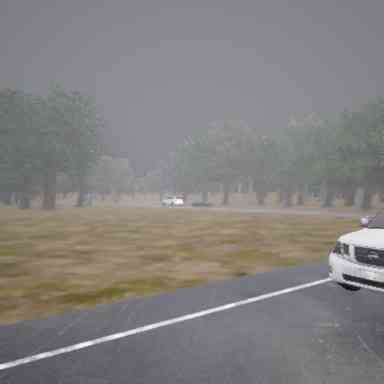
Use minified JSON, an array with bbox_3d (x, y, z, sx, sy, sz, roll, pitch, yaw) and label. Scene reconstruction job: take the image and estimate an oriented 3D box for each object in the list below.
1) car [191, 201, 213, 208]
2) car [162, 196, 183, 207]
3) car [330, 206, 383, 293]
[{"bbox_3d":[1.744,2.200,60.371,1.895,1.301,4.718,2,-2,-34],"label":"car"},{"bbox_3d":[-3.975,1.912,68.668,2.150,2.045,5.566,2,-2,-34],"label":"car"},{"bbox_3d":[5.606,1.218,7.867,5.566,2.045,2.150,0,0,-36],"label":"car"}]
